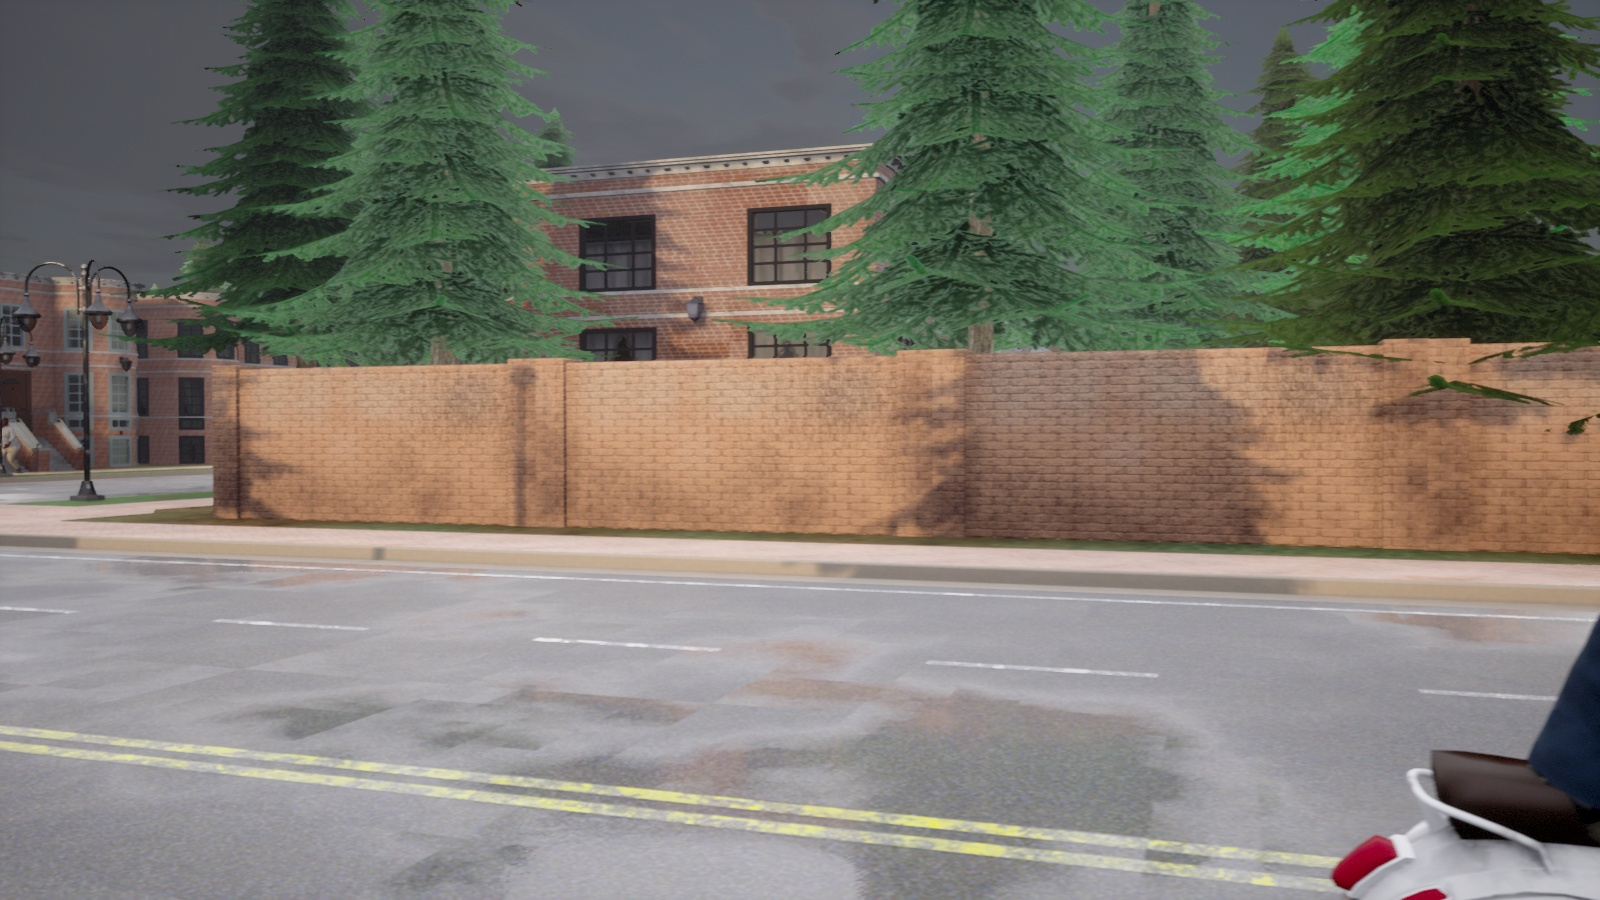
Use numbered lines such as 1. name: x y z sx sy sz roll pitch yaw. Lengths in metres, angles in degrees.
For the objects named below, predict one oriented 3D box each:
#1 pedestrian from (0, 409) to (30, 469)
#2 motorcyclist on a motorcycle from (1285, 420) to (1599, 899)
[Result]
1. pedestrian: -25.183 -0.358 39.885 0.874 1.855 0.900 1 1 20
2. motorcyclist on a motorcycle: 1.978 0.748 2.527 1.817 1.590 0.866 1 1 19
